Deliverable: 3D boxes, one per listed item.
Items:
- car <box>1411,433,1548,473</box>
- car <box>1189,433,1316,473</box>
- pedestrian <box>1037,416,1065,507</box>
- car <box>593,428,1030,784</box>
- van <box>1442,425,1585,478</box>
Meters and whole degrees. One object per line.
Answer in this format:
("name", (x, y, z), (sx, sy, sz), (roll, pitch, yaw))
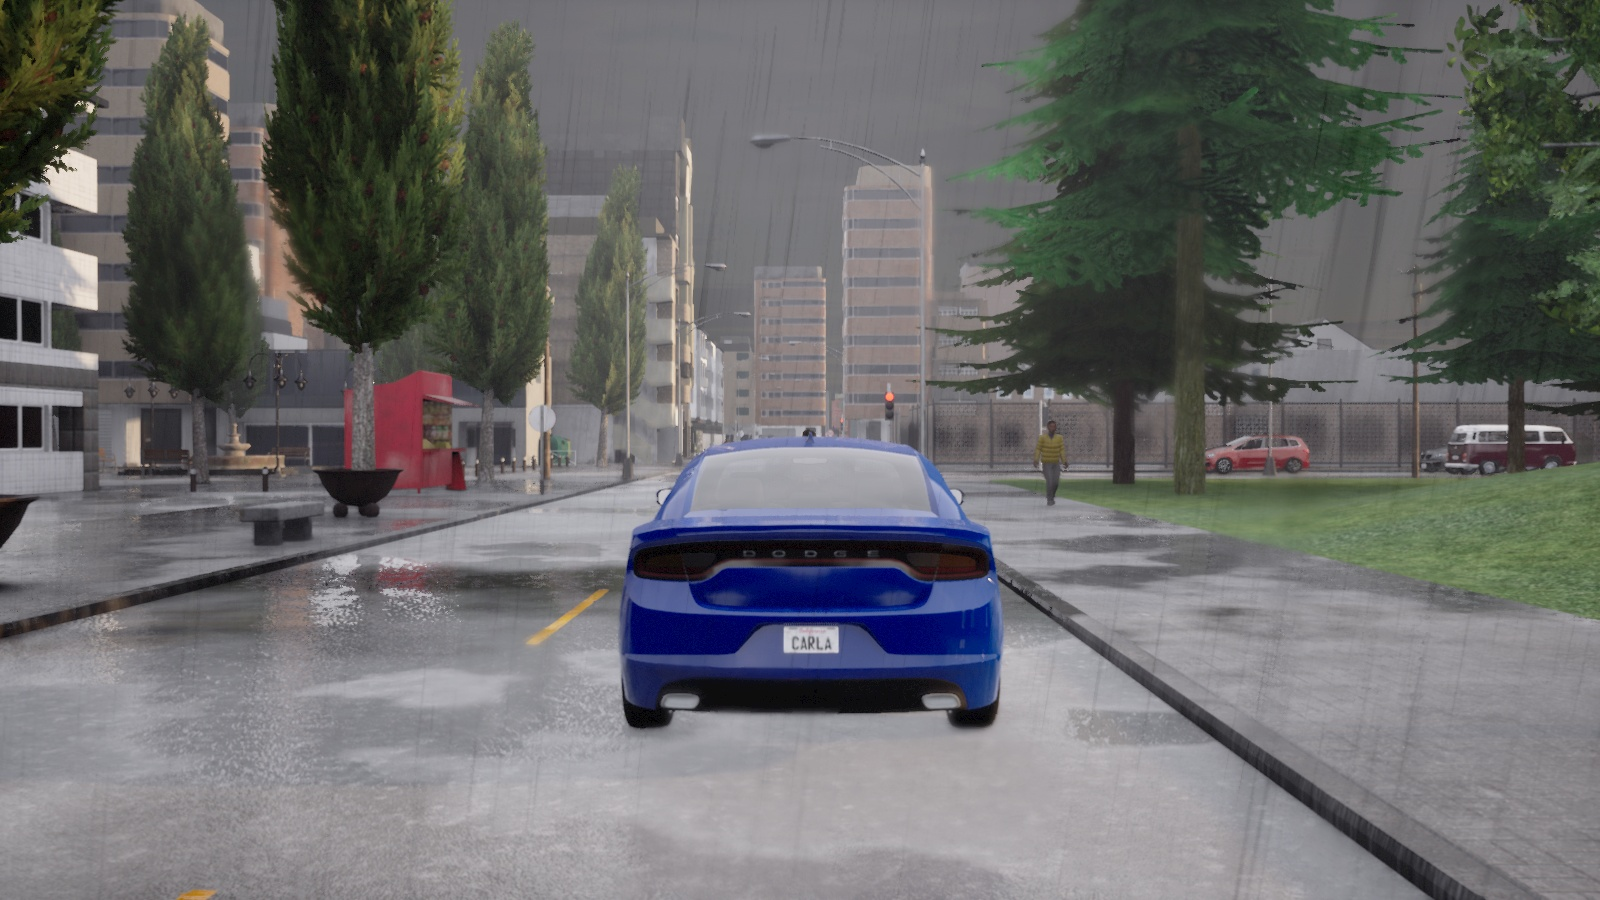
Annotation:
("car", (28.922, 0.133, 53.583), (4.611, 1.667, 2.242), (0, 1, 0))
("car", (19.277, 0.125, 53.628), (4.611, 1.667, 2.242), (0, 1, 0))
("pedestrian", (5.167, 0.228, 25.853), (0.431, 1.840, 0.709), (0, 1, 1))
("car", (0.063, 0.653, 7.923), (1.882, 1.535, 5.008), (0, 1, 0))
("van", (28.103, 0.051, 49.585), (4.480, 2.038, 2.069), (0, 1, 0))
